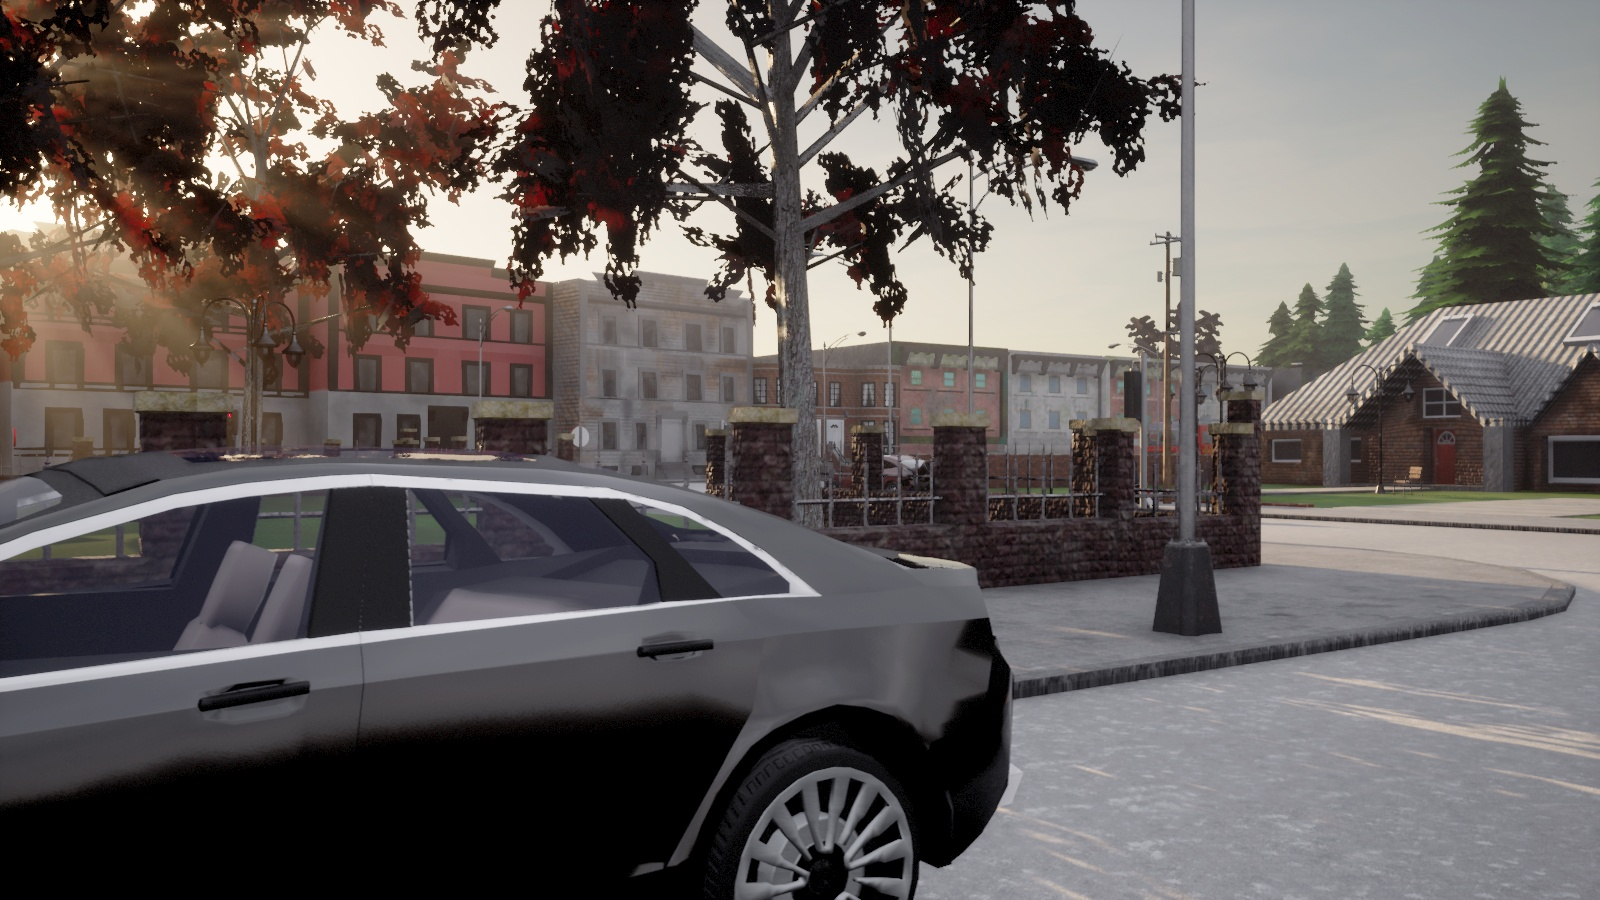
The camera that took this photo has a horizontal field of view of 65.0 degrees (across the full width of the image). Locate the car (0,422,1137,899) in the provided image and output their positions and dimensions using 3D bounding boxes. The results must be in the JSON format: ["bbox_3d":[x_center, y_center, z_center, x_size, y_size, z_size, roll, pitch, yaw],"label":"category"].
[{"bbox_3d":[-1.577,0.712,3.233,4.902,1.511,2.128,0,0,-36],"label":"car"}]

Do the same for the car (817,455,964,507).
[{"bbox_3d":[2.612,0.867,37.203,1.812,1.442,4.674,0,0,-35],"label":"car"}]

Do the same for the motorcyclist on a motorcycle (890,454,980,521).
[{"bbox_3d":[3.192,0.855,29.864,0.866,1.530,2.191,0,0,-36],"label":"motorcyclist on a motorcycle"}]

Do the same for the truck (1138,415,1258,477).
[{"bbox_3d":[26.117,-0.243,82.183,8.468,3.827,2.891,0,0,-34],"label":"truck"}]
